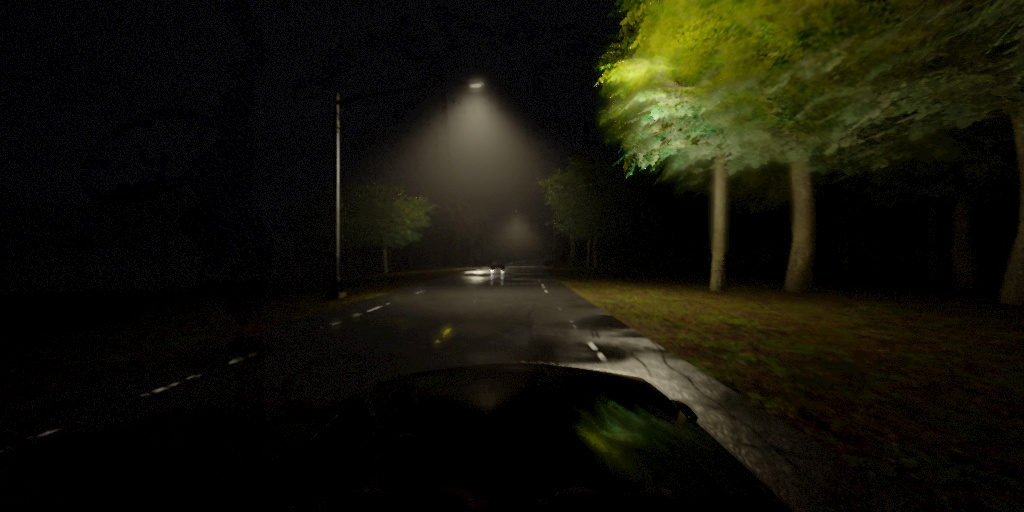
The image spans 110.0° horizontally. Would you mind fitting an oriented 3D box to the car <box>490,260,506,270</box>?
[{"bbox_3d":[-2.052,1.264,52.611,1.812,1.442,4.674,0,0,4],"label":"car"}]
